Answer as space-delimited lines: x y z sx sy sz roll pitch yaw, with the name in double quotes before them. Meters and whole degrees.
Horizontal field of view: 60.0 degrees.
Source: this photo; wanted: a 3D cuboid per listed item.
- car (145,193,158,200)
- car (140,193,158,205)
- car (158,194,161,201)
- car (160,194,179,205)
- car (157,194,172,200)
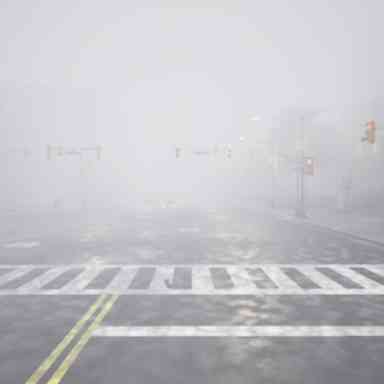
"car" -10.169 1.116 83.270 1.837 1.490 4.892 0 0 -25
"car" -7.069 1.232 53.455 1.882 1.535 5.008 0 0 0
"car" -7.039 1.211 68.320 1.812 1.442 4.674 0 0 1
"car" -3.569 1.228 54.173 1.882 1.535 5.008 0 0 0
"car" -7.068 1.148 84.892 2.033 1.411 5.357 0 0 -25
